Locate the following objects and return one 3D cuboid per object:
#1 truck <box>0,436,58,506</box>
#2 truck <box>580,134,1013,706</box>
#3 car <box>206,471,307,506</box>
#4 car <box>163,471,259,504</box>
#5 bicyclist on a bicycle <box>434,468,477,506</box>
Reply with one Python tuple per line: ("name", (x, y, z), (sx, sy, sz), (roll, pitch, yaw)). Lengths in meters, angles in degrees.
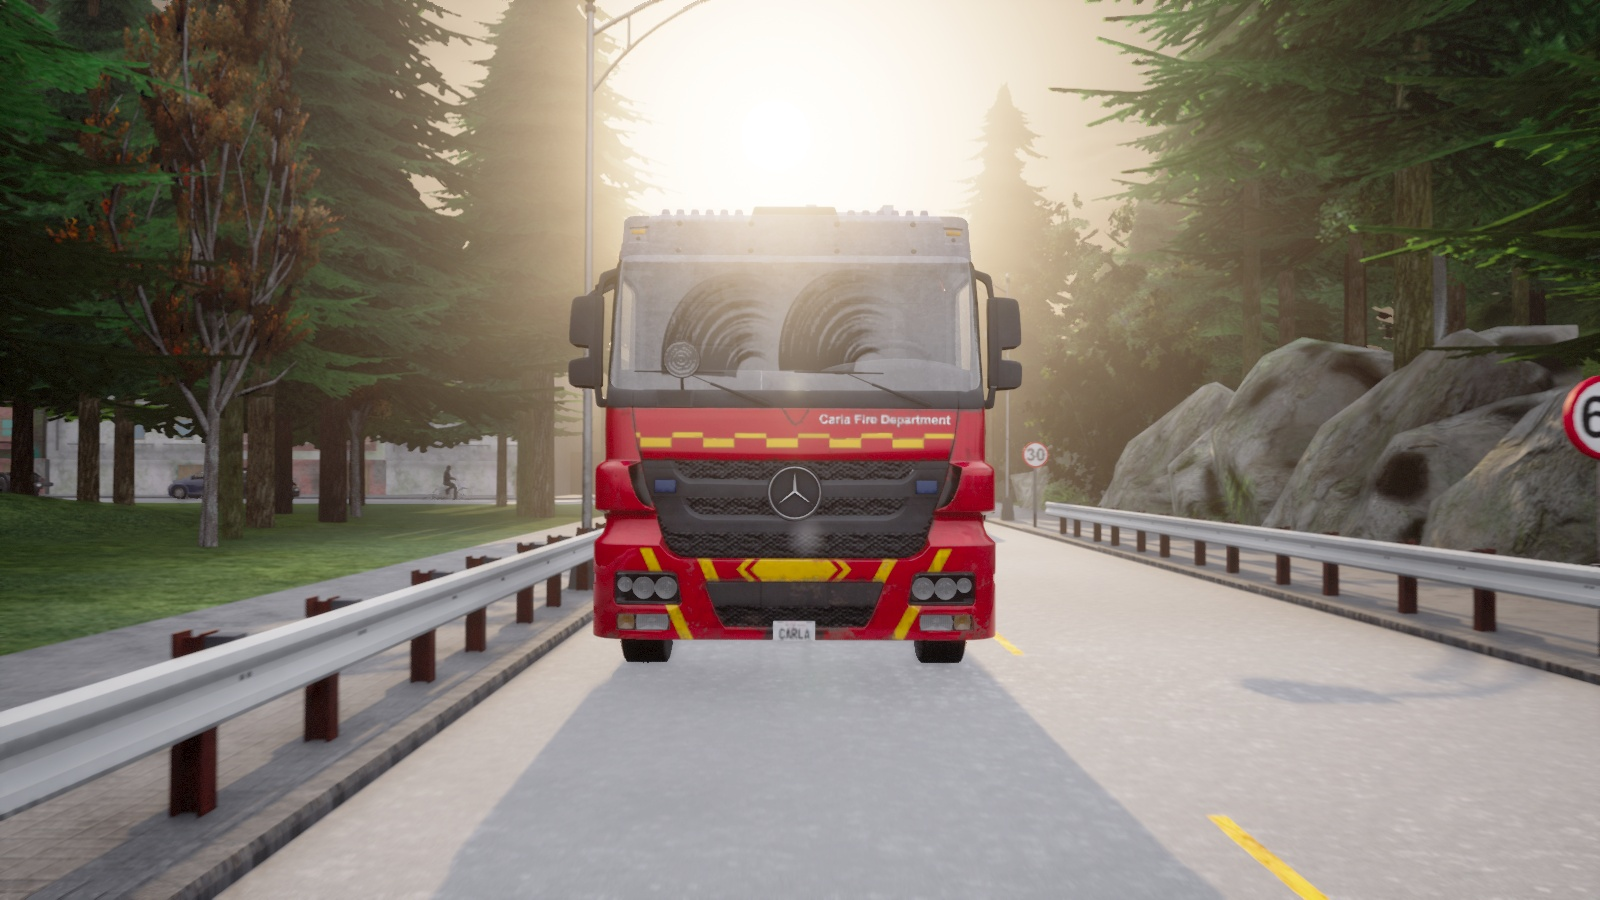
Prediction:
("truck", (-42.445, 1.067, 63.613), (7.936, 3.462, 2.891), (0, -1, 0))
("truck", (-0.057, -0.138, 12.655), (2.891, 3.827, 8.468), (0, -1, 0))
("car", (-25.753, 1.814, 59.612), (3.988, 1.617, 1.851), (0, -1, 0))
("car", (-29.809, 1.897, 63.608), (3.988, 1.617, 1.851), (0, -1, 0))
("bicyclist on a bicycle", (-16.366, 1.749, 59.620), (1.843, 1.776, 0.659), (0, -1, 0))
